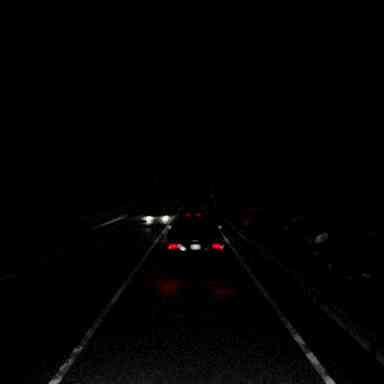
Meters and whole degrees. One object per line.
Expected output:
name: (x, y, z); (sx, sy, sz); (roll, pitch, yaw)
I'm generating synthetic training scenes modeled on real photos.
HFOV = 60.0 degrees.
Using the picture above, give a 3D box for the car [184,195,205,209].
car: (0.108, 1.453, 38.921); (2.128, 1.511, 4.902); (0, 0, 0)

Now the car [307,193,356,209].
car: (18.693, 1.173, 44.690); (5.566, 2.045, 2.435); (0, 0, 0)

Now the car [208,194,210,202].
car: (5.601, 1.445, 55.521); (4.792, 1.488, 2.163); (0, 0, 0)

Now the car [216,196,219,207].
car: (5.620, 1.464, 38.704); (4.792, 1.488, 2.163); (0, 0, 0)

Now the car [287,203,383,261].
car: (5.712, 1.357, 10.671); (4.553, 1.767, 2.185); (0, 0, 0)

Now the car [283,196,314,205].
car: (18.735, 1.448, 58.490); (4.792, 1.488, 2.163); (0, 0, 0)

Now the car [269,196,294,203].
car: (18.692, 1.475, 69.632); (4.674, 1.452, 2.002); (0, 0, 0)

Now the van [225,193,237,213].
van: (5.542, 1.223, 30.293); (4.442, 1.987, 1.878); (0, 0, 0)

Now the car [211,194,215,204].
car: (5.825, 1.417, 47.114); (5.366, 1.575, 1.946); (0, 0, 0)

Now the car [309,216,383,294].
car: (5.677, 1.488, 7.868); (4.892, 1.521, 2.231); (0, 0, 0)

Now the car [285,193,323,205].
car: (18.681, 1.165, 55.707); (5.566, 2.045, 2.435); (0, 0, 0)

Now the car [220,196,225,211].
car: (5.650, 1.444, 33.097); (5.008, 1.535, 2.097); (0, 0, 0)

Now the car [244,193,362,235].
car: (5.646, 1.221, 16.277); (5.566, 2.045, 2.435); (0, 0, 0)

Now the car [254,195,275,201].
car: (18.701, 1.487, 86.339); (5.008, 1.535, 2.097); (0, 0, 0)

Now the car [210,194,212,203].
car: (5.631, 1.416, 49.913); (5.008, 1.535, 2.097); (0, 0, 0)

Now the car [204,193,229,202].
car: (5.640, 1.199, 77.946); (5.566, 2.045, 2.435); (0, 0, 0)

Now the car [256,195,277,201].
car: (18.696, 1.512, 83.552); (4.674, 1.452, 2.002); (0, 0, 0)

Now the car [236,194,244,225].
car: (5.643, 1.217, 19.080); (5.566, 2.045, 2.435); (0, 0, 0)

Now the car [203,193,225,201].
car: (5.644, 1.236, 86.356); (5.566, 2.045, 2.435); (0, 0, 0)

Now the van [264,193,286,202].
van: (18.808, 1.217, 75.204); (4.442, 1.987, 1.878); (0, 0, 0)

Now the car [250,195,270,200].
car: (18.695, 1.529, 91.908); (5.008, 1.535, 2.097); (0, -1, 0)

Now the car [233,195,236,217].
car: (5.633, 1.333, 24.687); (4.553, 1.767, 2.185); (0, 0, 0)

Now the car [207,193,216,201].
car: (5.622, 1.419, 58.319); (4.892, 1.521, 2.231); (0, 0, 0)

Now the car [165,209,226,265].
car: (0.096, 1.548, 11.597); (2.033, 1.411, 5.357); (0, 0, 0)

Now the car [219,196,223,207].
car: (5.623, 1.469, 35.900); (4.792, 1.488, 2.163); (0, 0, 0)

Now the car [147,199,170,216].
car: (-3.243, 1.449, 32.648); (1.882, 1.535, 5.008); (0, 0, 0)

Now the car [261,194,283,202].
car: (18.661, 1.325, 77.985); (4.553, 1.767, 2.185); (0, 0, 0)

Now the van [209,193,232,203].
van: (5.734, 1.204, 66.734); (4.442, 1.987, 1.878); (0, 0, 0)

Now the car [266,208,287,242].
car: (5.675, 1.518, 13.474); (4.674, 1.452, 2.002); (0, 0, 0)

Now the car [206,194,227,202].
car: (5.581, 1.317, 75.145); (4.553, 1.767, 2.185); (0, 0, 0)

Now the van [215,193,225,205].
van: (5.529, 1.204, 41.506); (4.442, 1.987, 1.878); (0, 0, 0)

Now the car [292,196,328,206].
car: (18.707, 1.416, 52.920); (5.008, 1.535, 2.097); (0, 0, 0)

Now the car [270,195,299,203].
car: (18.512, 1.428, 66.846); (5.366, 1.575, 1.946); (0, 0, 0)

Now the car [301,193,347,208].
car: (18.690, 1.169, 47.352); (5.566, 2.045, 2.435); (0, 0, 0)

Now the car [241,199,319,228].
car: (5.637, 1.337, 21.884); (4.553, 1.767, 2.185); (0, 0, 0)

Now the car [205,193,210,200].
car: (5.652, 1.171, 61.127); (5.566, 2.045, 2.435); (0, 0, 0)

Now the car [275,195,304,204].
car: (18.694, 1.427, 64.060); (5.008, 1.535, 2.097); (0, 0, 0)

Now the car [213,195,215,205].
car: (5.672, 1.454, 44.310); (4.792, 1.488, 2.163); (0, 0, 0)

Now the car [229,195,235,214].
car: (5.693, 1.328, 27.490); (4.553, 1.767, 2.185); (0, 0, 0)
